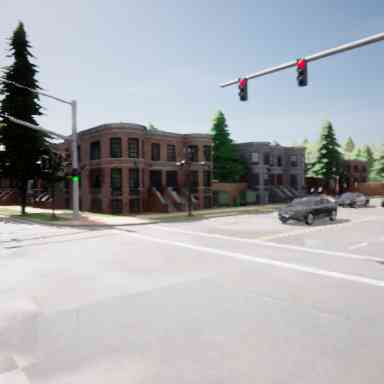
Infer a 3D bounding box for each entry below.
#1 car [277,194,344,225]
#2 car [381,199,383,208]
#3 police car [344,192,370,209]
[{"bbox_3d":[7.114,1.076,20.265,4.892,1.490,1.837,-2,1,-42],"label":"car"},{"bbox_3d":[19.423,0.811,31.191,4.181,1.385,1.994,-1,1,-41],"label":"car"},{"bbox_3d":[15.270,0.782,32.150,4.974,1.542,2.038,-2,1,-42],"label":"police car"}]
